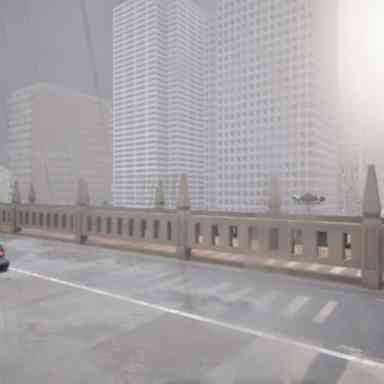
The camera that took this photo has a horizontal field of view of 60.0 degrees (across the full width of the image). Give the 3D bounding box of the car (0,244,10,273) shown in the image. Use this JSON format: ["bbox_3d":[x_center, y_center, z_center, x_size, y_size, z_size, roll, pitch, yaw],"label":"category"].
[{"bbox_3d":[-7.002,1.544,8.925,5.357,1.411,2.033,0,0,35],"label":"car"}]
